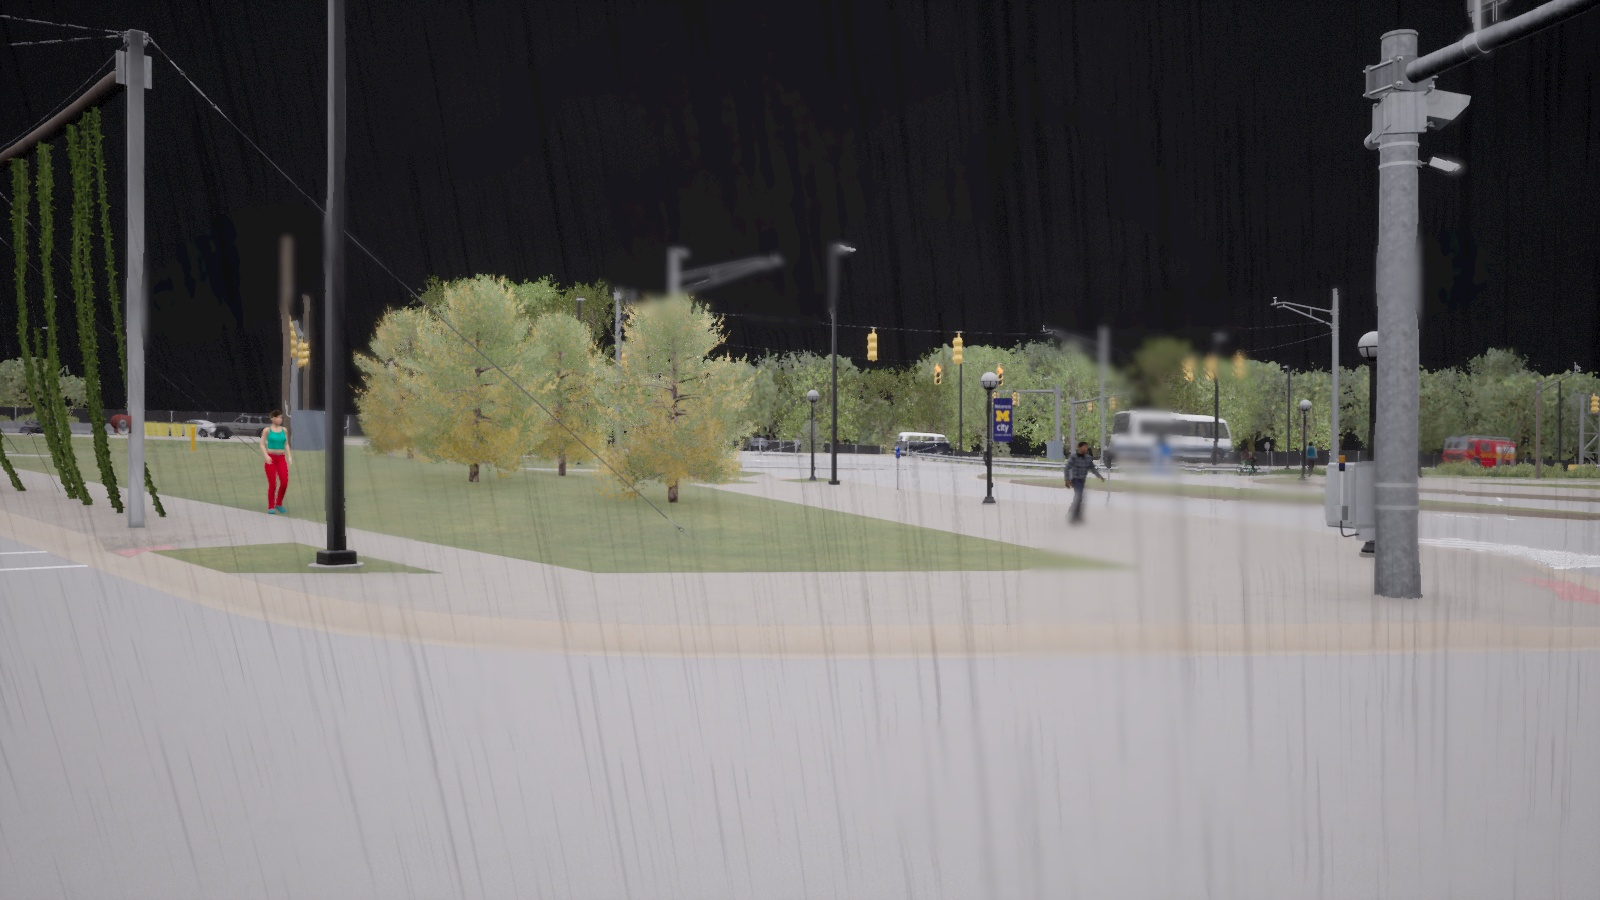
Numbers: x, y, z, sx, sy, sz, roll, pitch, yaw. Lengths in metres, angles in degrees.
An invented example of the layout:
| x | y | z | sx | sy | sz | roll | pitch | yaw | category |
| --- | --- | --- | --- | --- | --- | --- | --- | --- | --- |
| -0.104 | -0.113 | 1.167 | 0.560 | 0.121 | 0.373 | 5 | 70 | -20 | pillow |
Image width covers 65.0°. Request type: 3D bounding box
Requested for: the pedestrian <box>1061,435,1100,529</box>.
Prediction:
| x | y | z | sx | sy | sz | roll | pitch | yaw | category |
| --- | --- | --- | --- | --- | --- | --- | --- | --- | --- |
| 5.930 | 0.666 | 26.537 | 0.423 | 1.949 | 0.788 | 0 | 0 | -23 | pedestrian |

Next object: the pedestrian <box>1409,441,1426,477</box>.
| x | y | z | sx | sy | sz | roll | pitch | yaw | category |
| --- | --- | --- | --- | --- | --- | --- | --- | --- | --- |
| 31.644 | 0.463 | 64.331 | 0.726 | 1.842 | 0.402 | 0 | 0 | -18 | pedestrian |

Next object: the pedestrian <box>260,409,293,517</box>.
| x | y | z | sx | sy | sz | roll | pitch | yaw | category |
| --- | --- | --- | --- | --- | --- | --- | --- | --- | --- |
| -9.040 | 0.217 | 21.680 | 0.345 | 1.836 | 0.594 | 0 | 0 | -43 | pedestrian |

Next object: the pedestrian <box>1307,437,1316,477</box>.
| x | y | z | sx | sy | sz | roll | pitch | yaw | category |
| --- | --- | --- | --- | --- | --- | --- | --- | --- | --- |
| 25.255 | 0.342 | 62.002 | 0.396 | 1.930 | 0.692 | 0 | 0 | 20 | pedestrian |

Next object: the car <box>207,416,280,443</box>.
| x | y | z | sx | sy | sz | roll | pitch | yaw | category |
| --- | --- | --- | --- | --- | --- | --- | --- | --- | --- |
| -40.245 | -1.461 | 90.922 | 4.605 | 1.855 | 1.932 | 1 | 0 | -18 | car |

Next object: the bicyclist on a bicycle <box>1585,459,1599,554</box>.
| x | y | z | sx | sy | sz | roll | pitch | yaw | category |
| --- | --- | --- | --- | --- | --- | --- | --- | --- | --- |
| 14.322 | 0.988 | 21.224 | 0.866 | 1.612 | 1.509 | 0 | 1 | -26 | bicyclist on a bicycle |
